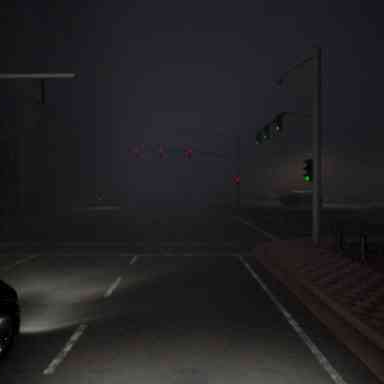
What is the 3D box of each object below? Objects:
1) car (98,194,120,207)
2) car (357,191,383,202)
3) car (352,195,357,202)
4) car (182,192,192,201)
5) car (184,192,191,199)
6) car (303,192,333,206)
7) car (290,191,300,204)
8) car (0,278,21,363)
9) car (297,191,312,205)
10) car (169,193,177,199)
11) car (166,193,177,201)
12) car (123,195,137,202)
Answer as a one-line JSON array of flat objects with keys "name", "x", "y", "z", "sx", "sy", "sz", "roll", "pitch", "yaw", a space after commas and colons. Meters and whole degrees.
[{"name": "car", "x": -11.335, "y": 1.079, "z": 45.586, "sx": 2.097, "sy": 1.767, "sz": 4.553, "roll": 0, "pitch": 0, "yaw": 0}, {"name": "car", "x": 35.935, "y": 0.806, "z": 65.871, "sx": 4.605, "sy": 1.855, "sz": 1.932, "roll": 0, "pitch": 0, "yaw": 0}, {"name": "car", "x": 35.991, "y": 1.000, "z": 68.769, "sx": 3.905, "sy": 1.438, "sz": 1.784, "roll": 0, "pitch": 0, "yaw": 0}, {"name": "car", "x": -1.002, "y": 0.925, "z": 71.432, "sx": 2.097, "sy": 1.767, "sz": 4.553, "roll": 0, "pitch": 0, "yaw": -1}, {"name": "car", "x": -1.099, "y": 0.871, "z": 81.561, "sx": 1.837, "sy": 1.490, "sz": 4.892, "roll": 0, "pitch": 0, "yaw": -1}, {"name": "car", "x": 20.951, "y": 1.118, "z": 54.705, "sx": 3.806, "sy": 1.475, "sz": 1.970, "roll": 0, "pitch": 0, "yaw": 0}, {"name": "car", "x": 20.888, "y": 0.842, "z": 60.282, "sx": 4.605, "sy": 1.855, "sz": 1.932, "roll": 0, "pitch": 0, "yaw": 0}, {"name": "car", "x": -3.478, "y": 1.334, "z": 2.896, "sx": 2.097, "sy": 1.767, "sz": 4.553, "roll": 0, "pitch": 0, "yaw": 0}, {"name": "car", "x": 20.945, "y": 1.069, "z": 57.600, "sx": 3.905, "sy": 1.438, "sz": 1.784, "roll": 0, "pitch": 0, "yaw": 0}, {"name": "car", "x": -4.599, "y": 0.967, "z": 81.558, "sx": 1.895, "sy": 1.301, "sz": 4.718, "roll": 0, "pitch": 0, "yaw": -1}, {"name": "car", "x": -4.502, "y": 0.926, "z": 71.399, "sx": 2.097, "sy": 1.767, "sz": 4.553, "roll": 0, "pitch": 0, "yaw": -1}, {"name": "car", "x": -11.435, "y": 1.177, "z": 61.791, "sx": 2.033, "sy": 1.411, "sz": 5.357, "roll": 0, "pitch": 0, "yaw": 0}]
